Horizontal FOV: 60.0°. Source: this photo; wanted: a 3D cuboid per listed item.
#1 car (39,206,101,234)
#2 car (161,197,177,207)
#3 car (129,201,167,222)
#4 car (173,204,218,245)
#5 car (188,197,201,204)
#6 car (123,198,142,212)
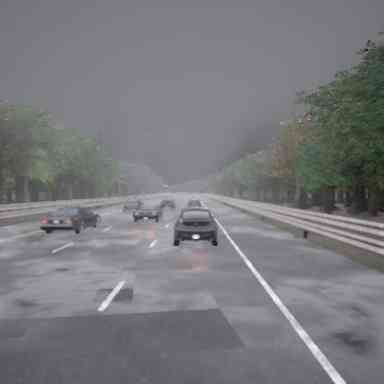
[{"bbox_3d":[-6.810,1.535,19.197,2.033,1.411,5.357,0,0,0],"label":"car"},{"bbox_3d":[-3.164,1.485,44.920,1.837,1.490,4.892,0,1,0],"label":"car"},{"bbox_3d":[-3.273,1.593,25.797,1.895,1.301,4.718,0,0,0],"label":"car"},{"bbox_3d":[0.167,1.510,15.516,1.837,1.490,4.892,0,0,0],"label":"car"},{"bbox_3d":[0.372,1.505,51.458,1.812,1.442,4.674,0,0,0],"label":"car"},{"bbox_3d":[-6.699,1.469,38.798,2.128,1.511,4.902,0,0,0],"label":"car"}]
